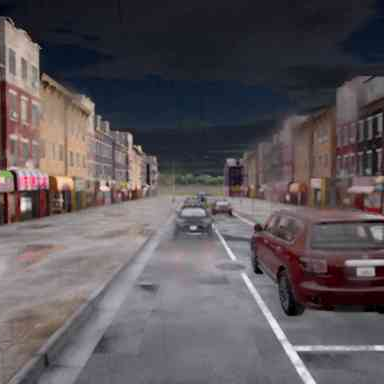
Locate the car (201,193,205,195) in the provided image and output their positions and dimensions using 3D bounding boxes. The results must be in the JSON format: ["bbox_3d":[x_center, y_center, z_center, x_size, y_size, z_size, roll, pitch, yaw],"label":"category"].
[{"bbox_3d":[2.551,1.238,46.105,2.008,1.369,4.403,-1,0,0],"label":"car"}]

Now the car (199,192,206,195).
[{"bbox_3d":[2.534,1.180,57.170,1.947,1.339,4.313,-1,0,0],"label":"car"}]

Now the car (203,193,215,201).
[{"bbox_3d":[2.559,1.248,40.743,1.752,1.417,4.829,-1,0,0],"label":"car"}]

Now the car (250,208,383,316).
[{"bbox_3d":[2.606,1.263,7.377,2.192,1.841,5.009,-1,0,0],"label":"car"}]

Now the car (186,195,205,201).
[{"bbox_3d":[0.046,1.308,35.086,2.033,1.411,5.357,0,0,0],"label":"car"}]

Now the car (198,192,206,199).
[{"bbox_3d":[2.488,0.874,84.831,1.967,1.590,4.097,-1,0,0],"label":"car"}]

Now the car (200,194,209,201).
[{"bbox_3d":[2.517,1.124,68.235,1.802,1.307,4.206,-1,0,0],"label":"car"}]

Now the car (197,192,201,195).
[{"bbox_3d":[2.526,1.144,62.702,1.947,1.339,4.313,-1,0,0],"label":"car"}]

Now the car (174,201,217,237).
[{"bbox_3d":[0.067,1.409,17.004,1.812,1.442,4.674,0,0,0],"label":"car"}]

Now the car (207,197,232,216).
[{"bbox_3d":[2.578,1.380,29.509,1.802,1.307,4.206,-1,0,0],"label":"car"}]

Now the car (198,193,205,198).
[{"bbox_3d":[2.481,0.923,90.534,1.752,1.417,4.829,-1,0,0],"label":"car"}]
